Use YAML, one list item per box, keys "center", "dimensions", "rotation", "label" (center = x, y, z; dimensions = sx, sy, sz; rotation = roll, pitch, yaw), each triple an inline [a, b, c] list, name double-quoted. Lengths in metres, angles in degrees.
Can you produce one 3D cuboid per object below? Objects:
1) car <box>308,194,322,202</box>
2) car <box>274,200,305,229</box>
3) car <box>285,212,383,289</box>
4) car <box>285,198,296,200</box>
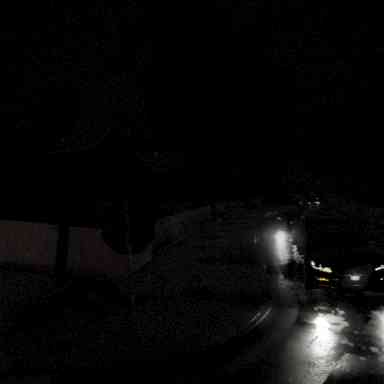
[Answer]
- center: [23.891, 1.165, 64.441]
  dimensions: [1.837, 1.490, 4.892]
  rotation: [-5, -2, 32]
  label: "car"
- center: [6.502, 1.542, 22.214]
  dimensions: [1.812, 1.442, 4.674]
  rotation: [-4, -1, 13]
  label: "car"
- center: [3.930, 1.574, 9.484]
  dimensions: [1.837, 1.490, 4.892]
  rotation: [-4, -1, 11]
  label: "car"
- center: [11.246, 1.446, 38.094]
  dimensions: [1.994, 1.385, 4.181]
  rotation: [-4, -1, 20]
  label: "car"
